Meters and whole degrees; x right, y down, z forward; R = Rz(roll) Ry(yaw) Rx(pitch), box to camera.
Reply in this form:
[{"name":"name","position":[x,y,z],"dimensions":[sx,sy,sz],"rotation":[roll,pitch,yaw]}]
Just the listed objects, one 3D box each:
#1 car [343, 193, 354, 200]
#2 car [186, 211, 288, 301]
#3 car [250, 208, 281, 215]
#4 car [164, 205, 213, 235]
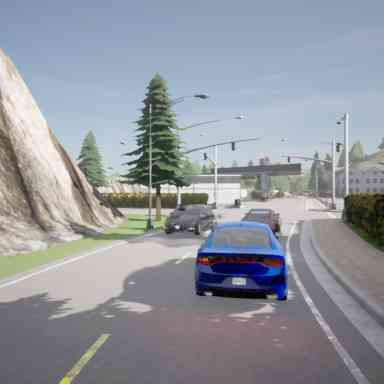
[{"name":"car","position":[40.213,1.077,83.015],"dimensions":[3.866,1.878,1.905],"rotation":[0,0,19]},{"name":"car","position":[1.293,1.478,8.513],"dimensions":[1.882,1.535,5.008],"rotation":[0,0,10]},{"name":"car","position":[3.699,1.564,17.701],"dimensions":[1.994,1.385,4.181],"rotation":[0,0,17]},{"name":"car","position":[0.028,1.507,18.551],"dimensions":[1.837,1.490,4.892],"rotation":[0,-1,18]}]
